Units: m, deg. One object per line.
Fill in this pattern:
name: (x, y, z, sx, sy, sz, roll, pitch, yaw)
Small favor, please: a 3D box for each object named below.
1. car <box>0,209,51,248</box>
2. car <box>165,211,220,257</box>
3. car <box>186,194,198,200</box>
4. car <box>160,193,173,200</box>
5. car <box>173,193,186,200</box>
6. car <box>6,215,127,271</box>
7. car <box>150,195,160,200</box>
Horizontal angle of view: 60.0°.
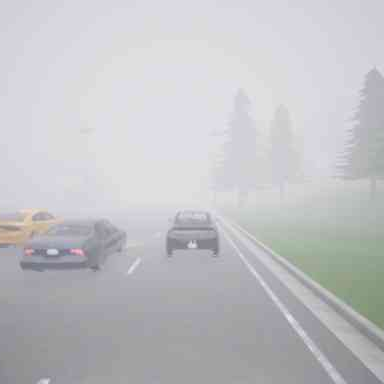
car: (-6.950, 1.476, 14.143, 1.882, 1.535, 5.008, 0, 0, 0)
car: (0.039, 1.491, 12.957, 2.128, 1.511, 4.902, 0, 0, 1)
car: (-0.004, 1.488, 92.951, 1.837, 1.490, 4.892, 0, 0, 2)
car: (-6.989, 1.343, 93.910, 2.097, 1.767, 4.553, 0, 0, 2)
car: (-3.498, 1.541, 93.339, 1.994, 1.385, 4.181, 0, 0, 2)
car: (-3.481, 1.547, 10.821, 2.033, 1.411, 5.357, 0, 0, 0)
car: (-10.492, 1.526, 93.613, 2.033, 1.411, 5.357, 0, 0, 2)
